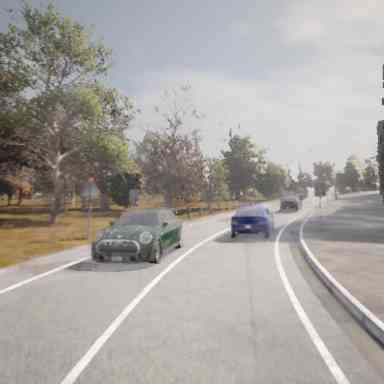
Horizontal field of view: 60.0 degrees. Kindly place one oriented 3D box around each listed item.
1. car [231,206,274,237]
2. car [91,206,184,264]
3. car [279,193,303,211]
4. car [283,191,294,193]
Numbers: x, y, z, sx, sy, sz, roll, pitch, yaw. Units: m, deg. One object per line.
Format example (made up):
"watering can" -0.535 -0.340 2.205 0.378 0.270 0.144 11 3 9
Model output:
"car" 3.367 1.479 18.018 1.882 1.535 5.008 -1 0 17
"car" -1.762 1.397 12.029 2.097 1.767 4.553 -1 -1 12
"car" 10.451 1.185 34.992 1.837 1.490 4.892 -2 1 25
"car" 15.319 0.633 53.308 2.097 1.767 4.553 -2 1 25
